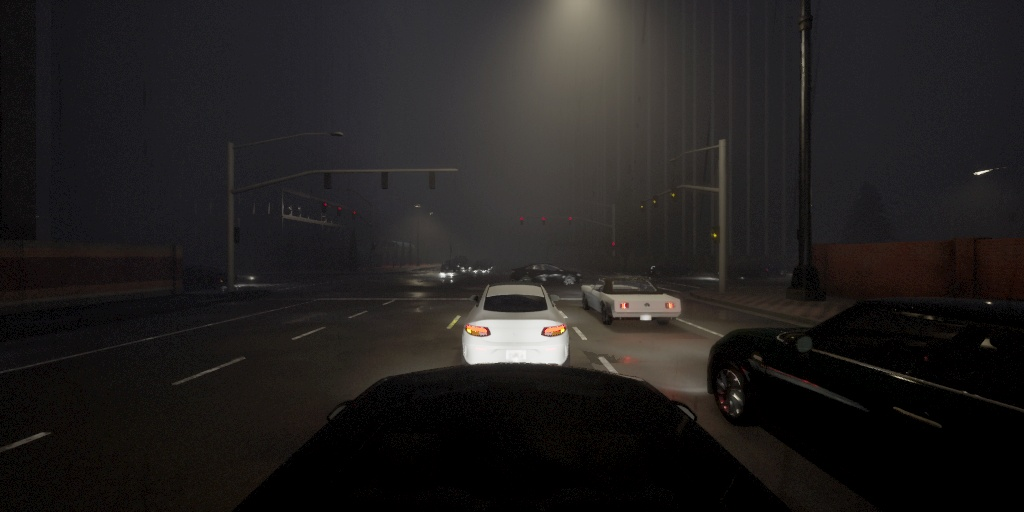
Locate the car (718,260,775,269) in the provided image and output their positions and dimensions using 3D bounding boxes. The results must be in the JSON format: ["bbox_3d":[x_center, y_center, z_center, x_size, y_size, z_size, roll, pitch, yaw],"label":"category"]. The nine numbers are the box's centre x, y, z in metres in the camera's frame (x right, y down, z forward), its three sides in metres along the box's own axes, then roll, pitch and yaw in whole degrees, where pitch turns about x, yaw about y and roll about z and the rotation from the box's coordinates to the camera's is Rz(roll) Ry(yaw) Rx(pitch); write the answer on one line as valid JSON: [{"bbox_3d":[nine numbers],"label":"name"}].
[{"bbox_3d":[20.194,1.314,31.651,4.181,1.385,1.994,0,0,-1],"label":"car"}]

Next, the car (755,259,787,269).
[{"bbox_3d":[24.235,1.102,35.186,4.553,1.767,2.097,0,0,0],"label":"car"}]

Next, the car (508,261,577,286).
[{"bbox_3d":[2.300,1.242,24.283,4.902,1.511,2.128,0,0,-1],"label":"car"}]

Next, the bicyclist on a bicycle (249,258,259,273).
[{"bbox_3d":[-28.403,1.051,39.478,0.582,1.620,1.656,0,0,-1],"label":"bicyclist on a bicycle"}]

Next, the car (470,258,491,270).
[{"bbox_3d":[-4.416,1.314,50.778,1.994,1.385,4.181,0,0,-1],"label":"car"}]

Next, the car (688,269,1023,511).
[{"bbox_3d":[3.600,1.102,2.853,2.097,1.767,4.553,0,0,0],"label":"car"}]

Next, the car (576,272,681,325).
[{"bbox_3d":[3.564,1.351,11.755,1.895,1.301,4.718,0,0,0],"label":"car"}]

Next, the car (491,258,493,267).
[{"bbox_3d":[-4.538,1.275,59.394,1.812,1.442,4.674,0,0,-1],"label":"car"}]

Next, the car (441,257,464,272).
[{"bbox_3d":[-7.885,1.241,46.213,2.128,1.511,4.902,0,0,1],"label":"car"}]

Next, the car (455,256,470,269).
[{"bbox_3d":[-7.991,0.971,56.059,2.150,2.045,5.566,0,0,-1],"label":"car"}]

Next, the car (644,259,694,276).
[{"bbox_3d":[15.343,1.102,35.106,4.553,1.767,2.097,0,0,0],"label":"car"}]

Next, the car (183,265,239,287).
[{"bbox_3d":[-20.909,1.312,24.057,4.181,1.385,1.994,0,0,-1],"label":"car"}]

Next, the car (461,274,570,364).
[{"bbox_3d":[0.060,1.276,7.538,1.812,1.442,4.674,0,0,0],"label":"car"}]
